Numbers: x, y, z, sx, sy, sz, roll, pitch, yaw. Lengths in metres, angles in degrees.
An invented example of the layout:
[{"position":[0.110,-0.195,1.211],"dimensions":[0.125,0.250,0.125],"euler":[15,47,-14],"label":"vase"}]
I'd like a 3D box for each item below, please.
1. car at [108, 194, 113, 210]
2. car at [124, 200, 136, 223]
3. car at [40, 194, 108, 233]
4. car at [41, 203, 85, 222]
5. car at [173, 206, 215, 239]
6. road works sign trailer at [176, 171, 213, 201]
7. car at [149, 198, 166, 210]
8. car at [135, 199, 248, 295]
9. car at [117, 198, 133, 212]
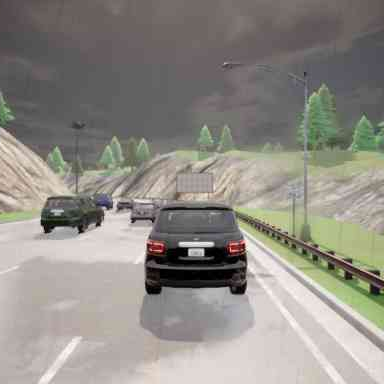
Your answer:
[{"position":[-11.427,1.221,42.444],"dimensions":[2.150,2.045,5.566],"euler":[0,0,-7],"label":"car"},{"position":[-3.441,1.547,25.317],"dimensions":[2.033,1.411,5.357],"euler":[0,0,0],"label":"car"},{"position":[-6.927,1.223,19.766],"dimensions":[2.150,2.045,5.566],"euler":[0,0,0],"label":"car"},{"position":[-10.484,1.601,27.457],"dimensions":[1.895,1.301,4.718],"euler":[0,0,-1],"label":"car"},{"position":[0.096,1.559,18.102],"dimensions":[1.994,1.385,4.181],"euler":[0,0,0],"label":"car"},{"position":[0.186,0.464,21.599],"dimensions":[2.380,3.560,2.880],"euler":[0,0,0],"label":"road works sign trailer"},{"position":[-4.552,1.563,43.394],"dimensions":[1.994,1.385,4.181],"euler":[0,0,-7],"label":"car"},{"position":[0.087,1.221,8.884],"dimensions":[2.150,2.045,5.566],"euler":[0,0,0],"label":"car"},{"position":[-7.562,1.506,38.674],"dimensions":[1.837,1.490,4.892],"euler":[0,0,-5],"label":"car"}]
